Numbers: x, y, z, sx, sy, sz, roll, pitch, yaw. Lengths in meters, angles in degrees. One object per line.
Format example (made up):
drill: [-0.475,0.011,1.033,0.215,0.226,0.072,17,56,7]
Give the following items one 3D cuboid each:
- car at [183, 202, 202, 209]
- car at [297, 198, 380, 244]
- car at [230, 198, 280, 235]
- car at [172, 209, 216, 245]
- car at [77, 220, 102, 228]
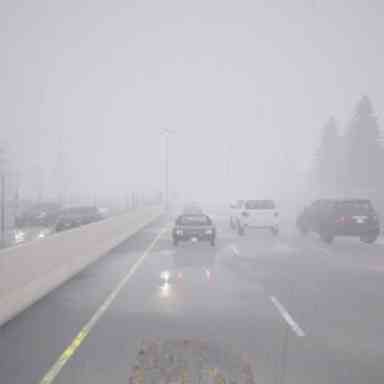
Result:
car: [0.082,1.751,33.680,1.812,1.442,4.674,0,0,0]
car: [7.091,1.334,16.704,2.150,2.045,5.566,0,0,0]
car: [3.589,1.354,19.808,2.150,2.045,5.566,0,0,0]
car: [0.082,1.709,16.066,1.895,1.301,4.718,0,0,0]
car: [-7.111,1.649,21.331,1.837,1.490,4.892,0,-1,0]
